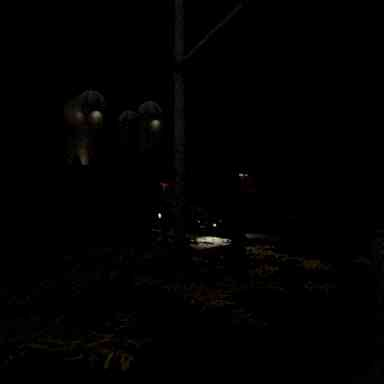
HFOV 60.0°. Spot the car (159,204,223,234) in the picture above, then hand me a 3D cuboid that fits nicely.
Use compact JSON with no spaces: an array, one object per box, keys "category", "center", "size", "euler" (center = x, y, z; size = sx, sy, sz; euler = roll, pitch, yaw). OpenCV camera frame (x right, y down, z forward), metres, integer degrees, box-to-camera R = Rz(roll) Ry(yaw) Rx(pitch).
[{"category":"car","center":[-0.199,1.505,19.565],"size":[1.837,1.490,4.892],"euler":[0,0,-35]}]
